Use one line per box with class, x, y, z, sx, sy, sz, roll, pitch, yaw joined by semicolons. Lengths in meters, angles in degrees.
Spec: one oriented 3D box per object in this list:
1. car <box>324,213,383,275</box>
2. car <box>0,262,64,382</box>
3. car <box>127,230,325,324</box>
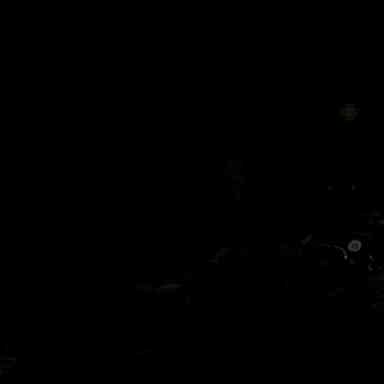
car;5.190;1.406;10.235;4.097;1.590;1.967;0;0;-35
car;-3.767;1.569;3.847;4.313;1.339;1.947;0;0;-35
car;0.712;1.566;7.041;4.206;1.307;1.802;0;0;-35
